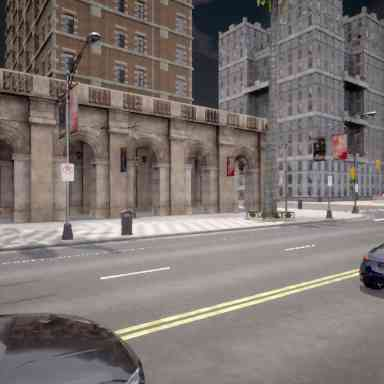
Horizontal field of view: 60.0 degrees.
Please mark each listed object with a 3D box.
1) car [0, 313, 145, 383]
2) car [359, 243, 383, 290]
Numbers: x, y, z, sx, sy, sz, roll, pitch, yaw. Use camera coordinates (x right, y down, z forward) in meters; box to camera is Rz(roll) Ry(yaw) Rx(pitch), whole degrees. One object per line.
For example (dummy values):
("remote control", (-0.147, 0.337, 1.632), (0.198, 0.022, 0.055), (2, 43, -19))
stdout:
("car", (-2.607, 1.492, 1.890), (4.902, 1.511, 2.128), (0, 0, -35))
("car", (5.843, 1.564, 7.911), (4.181, 1.385, 1.994), (0, 0, -36))
